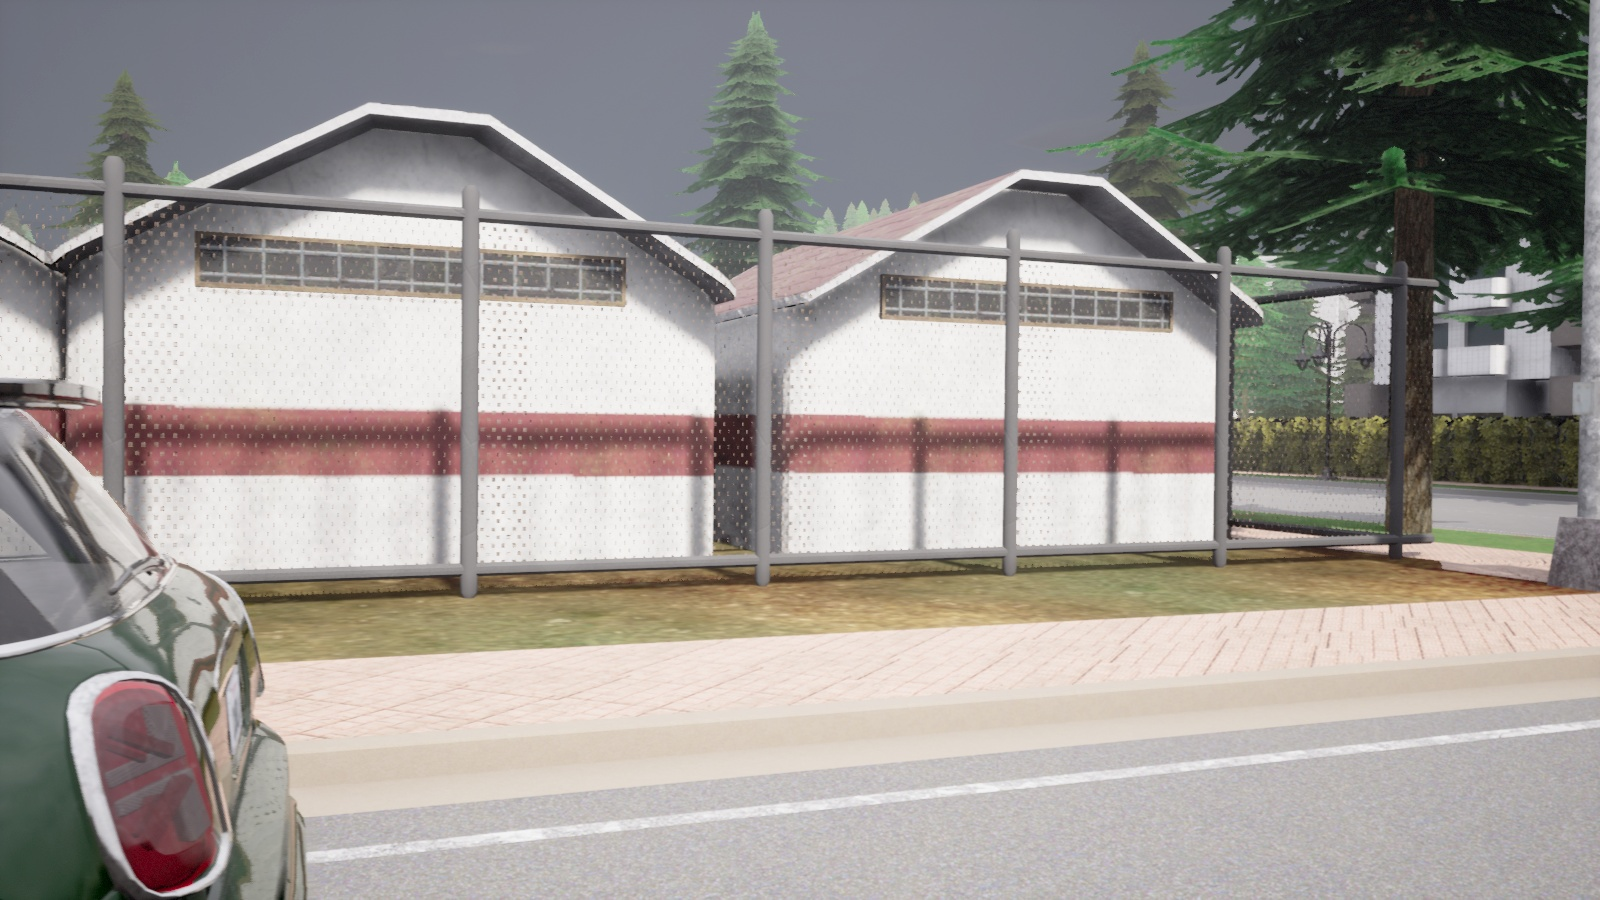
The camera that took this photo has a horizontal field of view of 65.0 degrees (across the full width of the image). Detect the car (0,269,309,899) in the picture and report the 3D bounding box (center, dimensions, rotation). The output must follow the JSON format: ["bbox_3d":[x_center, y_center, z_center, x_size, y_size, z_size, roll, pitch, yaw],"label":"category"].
[{"bbox_3d":[-3.251,0.660,2.004,4.553,1.767,2.097,-1,1,-21],"label":"car"}]
